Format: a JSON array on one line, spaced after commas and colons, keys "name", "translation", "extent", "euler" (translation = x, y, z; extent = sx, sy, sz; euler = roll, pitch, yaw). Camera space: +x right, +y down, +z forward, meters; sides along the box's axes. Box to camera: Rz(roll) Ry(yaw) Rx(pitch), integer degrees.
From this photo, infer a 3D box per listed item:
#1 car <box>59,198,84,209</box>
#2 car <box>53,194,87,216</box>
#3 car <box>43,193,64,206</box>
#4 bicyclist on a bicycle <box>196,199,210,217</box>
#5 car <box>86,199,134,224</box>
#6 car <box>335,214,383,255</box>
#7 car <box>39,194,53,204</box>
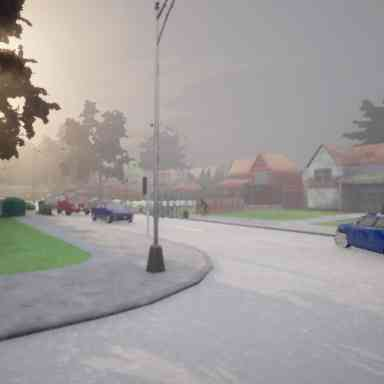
[{"name": "car", "translation": [-17.884, 1.619, 49.204], "extent": [2.033, 1.411, 5.357], "euler": [0, 0, -35]}, {"name": "car", "translation": [-12.114, 1.273, 33.925], "extent": [2.150, 2.045, 5.566], "euler": [0, 0, -36]}, {"name": "car", "translation": [-24.072, 1.294, 57.854], "extent": [2.150, 2.045, 5.566], "euler": [0, 0, -36]}, {"name": "bicyclist on a bicycle", "translation": [1.025, 1.440, 29.989], "extent": [1.656, 1.620, 0.582], "euler": [0, 0, -36]}, {"name": "car", "translation": [-6.199, 1.527, 25.653], "extent": [1.882, 1.535, 5.008], "euler": [0, 0, -36]}, {"name": "car", "translation": [7.159, 1.541, 12.066], "extent": [1.882, 1.535, 5.008], "euler": [1, 0, -5]}, {"name": "car", "translation": [-17.898, 1.403, 42.063], "extent": [2.097, 1.767, 4.553], "euler": [0, 0, -35]}]
